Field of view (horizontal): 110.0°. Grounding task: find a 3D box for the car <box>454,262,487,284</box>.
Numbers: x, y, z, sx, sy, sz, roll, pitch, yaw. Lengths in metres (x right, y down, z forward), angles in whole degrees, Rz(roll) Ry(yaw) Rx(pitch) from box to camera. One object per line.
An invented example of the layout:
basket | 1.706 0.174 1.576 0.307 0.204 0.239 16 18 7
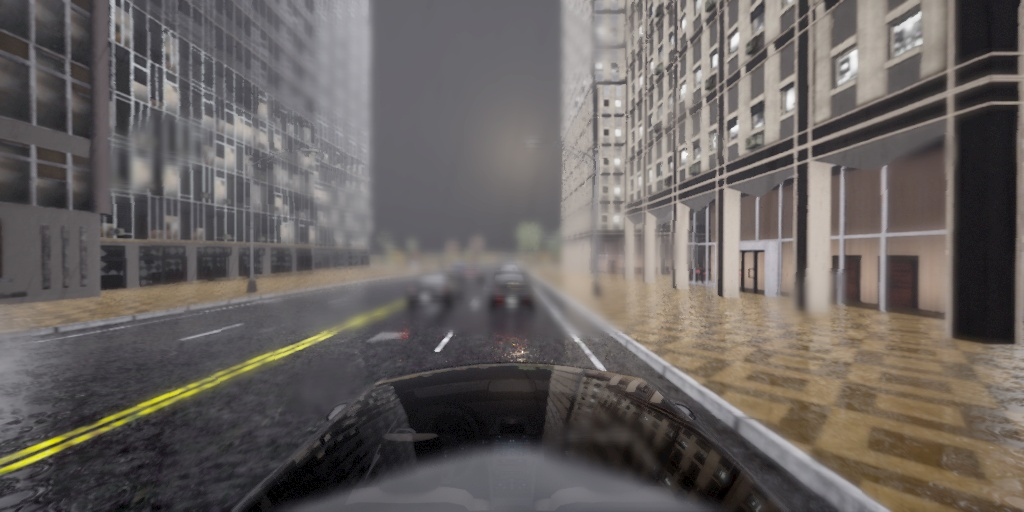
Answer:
car | -3.232 1.521 30.344 2.128 1.511 4.902 0 0 0

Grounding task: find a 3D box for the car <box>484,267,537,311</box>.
car | 0.019 1.391 15.333 1.837 1.490 4.892 0 0 0

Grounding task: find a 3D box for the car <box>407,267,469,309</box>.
car | -3.227 1.414 15.738 1.812 1.442 4.674 0 0 1
